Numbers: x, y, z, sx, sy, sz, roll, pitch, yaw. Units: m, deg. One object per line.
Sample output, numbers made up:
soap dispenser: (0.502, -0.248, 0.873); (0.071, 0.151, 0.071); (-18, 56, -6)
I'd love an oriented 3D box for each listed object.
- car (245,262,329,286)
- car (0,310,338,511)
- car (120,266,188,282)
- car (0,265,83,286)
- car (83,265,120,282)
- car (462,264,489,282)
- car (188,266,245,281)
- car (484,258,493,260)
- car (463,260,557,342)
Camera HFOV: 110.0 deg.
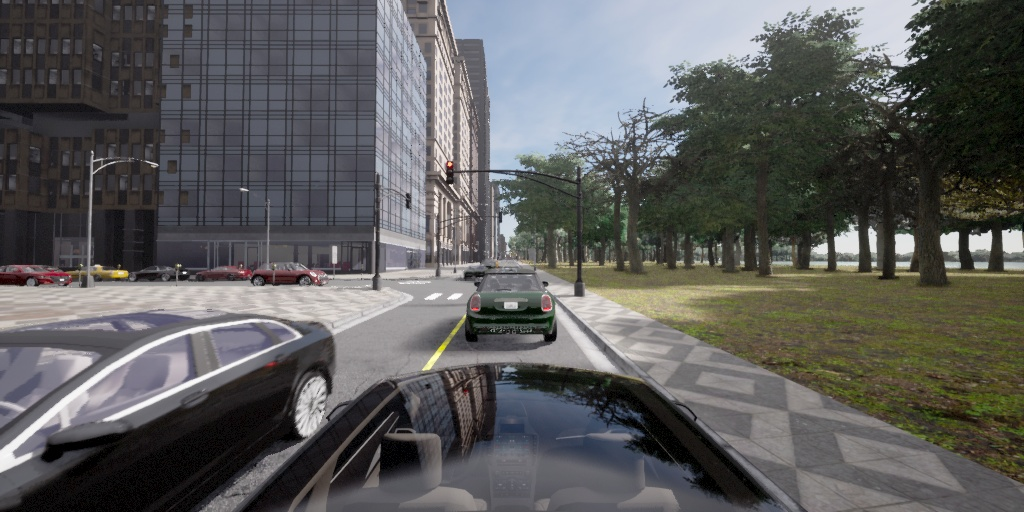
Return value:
car: (-13.609, 1.120, 22.194); (4.097, 1.591, 1.967); (0, 0, -1)
car: (-3.100, 1.242, 2.556); (2.128, 1.511, 4.902); (0, 0, 0)
car: (-30.076, 1.481, 30.637); (4.313, 1.339, 1.948); (0, 0, 0)
car: (-30.040, 1.235, 22.115); (4.507, 1.381, 1.888); (0, 0, 0)
car: (-35.733, 1.444, 30.609); (4.829, 1.417, 1.751); (0, 0, 0)
car: (-3.213, 1.435, 32.166); (1.895, 1.301, 4.718); (-1, 1, 0)
car: (-24.589, 1.494, 30.663); (4.207, 1.307, 1.802); (0, 0, 0)
car: (-3.253, 1.210, 48.929); (2.097, 1.767, 4.553); (0, 0, 0)
car: (-0.014, 1.108, 9.994); (2.097, 1.767, 4.553); (0, 0, 0)
